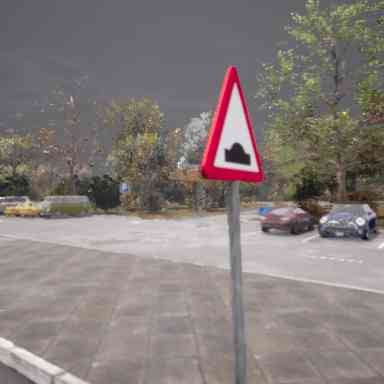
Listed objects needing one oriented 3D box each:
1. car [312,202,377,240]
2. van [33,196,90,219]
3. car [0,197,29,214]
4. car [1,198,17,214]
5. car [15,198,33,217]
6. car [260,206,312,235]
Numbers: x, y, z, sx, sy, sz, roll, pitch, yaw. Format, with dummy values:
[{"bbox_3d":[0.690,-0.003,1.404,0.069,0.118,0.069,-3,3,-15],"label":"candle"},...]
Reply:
[{"bbox_3d":[7.987,1.318,16.912,2.185,1.767,4.553,0,0,35],"label":"car"},{"bbox_3d":[-11.712,1.357,30.566,1.878,1.987,4.442,-1,-1,35],"label":"van"},{"bbox_3d":[-20.808,1.562,37.054,2.435,2.045,5.566,-2,-1,35],"label":"car"},{"bbox_3d":[-16.001,1.679,33.944,1.946,1.575,5.366,-2,-1,35],"label":"car"},{"bbox_3d":[-13.823,1.627,32.415,1.946,1.575,5.366,-1,-1,35],"label":"car"},{"bbox_3d":[5.365,1.485,18.695,2.002,1.452,4.674,0,0,35],"label":"car"}]
